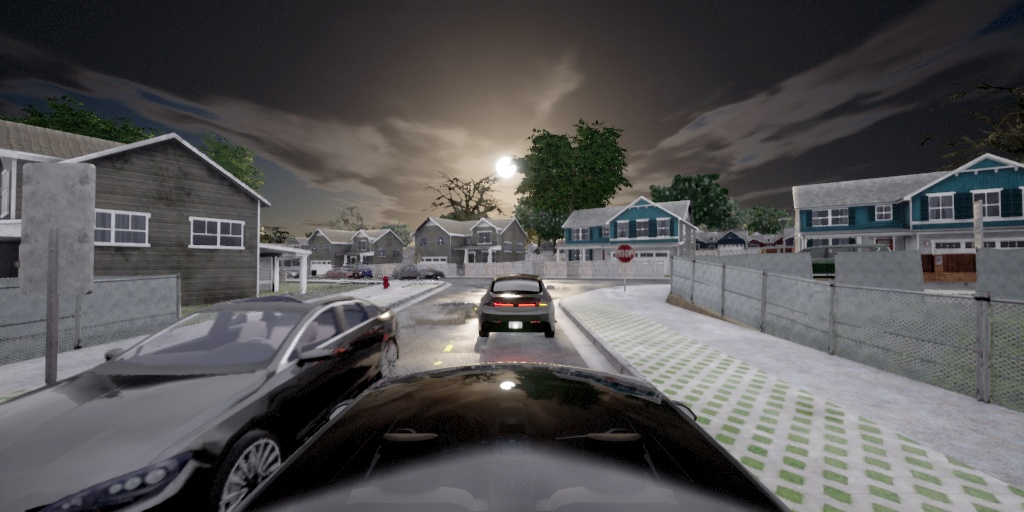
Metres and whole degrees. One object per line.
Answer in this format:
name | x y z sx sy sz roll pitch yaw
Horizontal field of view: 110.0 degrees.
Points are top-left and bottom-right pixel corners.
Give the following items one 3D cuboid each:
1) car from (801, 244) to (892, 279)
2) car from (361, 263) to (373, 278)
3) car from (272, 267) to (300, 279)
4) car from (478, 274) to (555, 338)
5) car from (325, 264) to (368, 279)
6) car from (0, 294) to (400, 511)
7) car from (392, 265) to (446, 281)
car | 15.927 0.484 18.450 5.566 2.045 2.150 -2 -2 36
car | -18.004 1.685 40.709 4.553 1.767 2.097 -2 -2 31
car | -27.280 2.023 42.659 4.902 1.511 2.128 -2 -2 29
car | 0.170 1.258 10.228 1.837 1.490 4.892 0 0 2
car | -17.295 1.777 36.859 4.181 1.385 1.994 -2 -2 31
car | -2.751 1.243 4.051 2.128 1.511 4.902 0 0 0
car | -8.149 1.466 31.062 5.357 1.411 2.033 -2 -2 36
